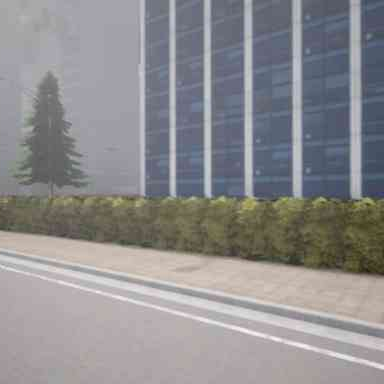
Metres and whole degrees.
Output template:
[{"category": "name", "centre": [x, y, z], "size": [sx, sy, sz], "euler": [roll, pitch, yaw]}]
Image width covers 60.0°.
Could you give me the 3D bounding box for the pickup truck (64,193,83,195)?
[{"category": "pickup truck", "centre": [-23.905, 1.249, 67.739], "size": [6.274, 2.098, 2.390], "euler": [0, 0, -24]}]
